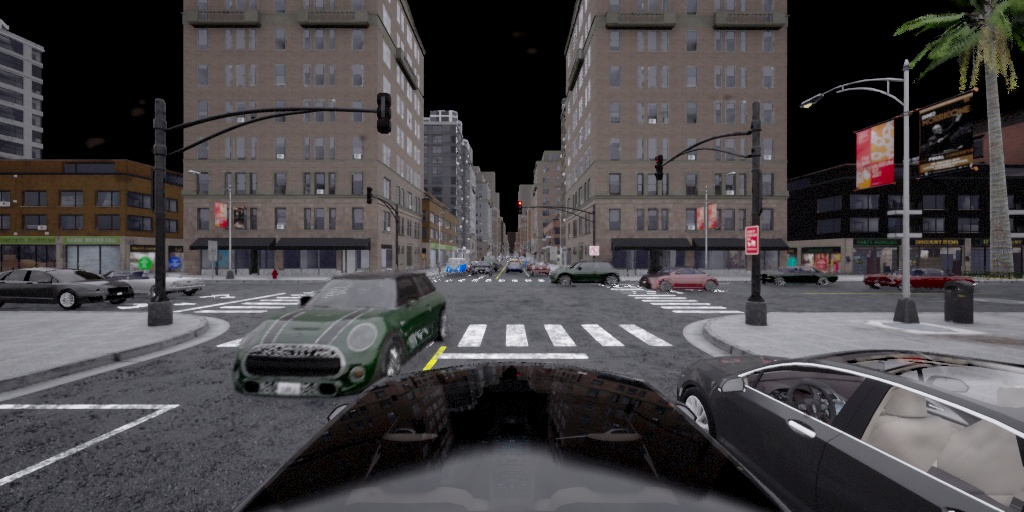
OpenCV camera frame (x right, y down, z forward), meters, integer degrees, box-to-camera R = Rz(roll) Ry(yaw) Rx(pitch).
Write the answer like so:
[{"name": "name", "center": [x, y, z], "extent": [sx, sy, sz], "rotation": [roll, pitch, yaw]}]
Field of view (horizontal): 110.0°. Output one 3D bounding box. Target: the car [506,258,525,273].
[{"name": "car", "center": [0.285, 1.317, 44.741], "extent": [1.994, 1.385, 4.181], "rotation": [0, 0, 0]}]

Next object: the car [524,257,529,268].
[{"name": "car", "center": [2.876, 1.192, 48.281], "extent": [1.967, 1.591, 4.097], "rotation": [0, 0, 0]}]

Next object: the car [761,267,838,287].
[{"name": "car", "center": [18.995, 1.374, 24.299], "extent": [4.718, 1.301, 1.895], "rotation": [0, 0, 0]}]

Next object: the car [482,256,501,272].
[{"name": "car", "center": [-2.900, 0.974, 45.927], "extent": [2.150, 2.045, 5.566], "rotation": [0, 0, 0]}]

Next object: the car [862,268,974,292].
[{"name": "car", "center": [23.674, 1.386, 21.073], "extent": [4.718, 1.301, 1.895], "rotation": [0, 0, 0]}]

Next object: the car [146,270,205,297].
[{"name": "car", "center": [-17.896, 1.324, 17.410], "extent": [4.718, 1.301, 1.895], "rotation": [0, 0, 0]}]

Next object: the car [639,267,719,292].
[{"name": "car", "center": [9.638, 1.326, 20.869], "extent": [4.181, 1.385, 1.994], "rotation": [0, 0, -4]}]

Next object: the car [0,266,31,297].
[{"name": "car", "center": [-26.883, 1.235, 17.366], "extent": [4.674, 1.442, 1.812], "rotation": [0, 0, 0]}]

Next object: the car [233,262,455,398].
[{"name": "car", "center": [-2.703, 1.102, 6.818], "extent": [2.097, 1.767, 4.553], "rotation": [0, 0, 4]}]

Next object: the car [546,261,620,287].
[{"name": "car", "center": [4.844, 1.103, 24.227], "extent": [4.553, 1.767, 2.097], "rotation": [0, 0, 0]}]

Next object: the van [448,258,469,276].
[{"name": "van", "center": [-5.704, 1.092, 36.981], "extent": [1.690, 1.789, 3.998], "rotation": [0, 0, 0]}]

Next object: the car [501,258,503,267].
[{"name": "car", "center": [-2.852, 1.353, 55.718], "extent": [1.895, 1.301, 4.718], "rotation": [0, 0, 0]}]

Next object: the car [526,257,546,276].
[{"name": "car", "center": [2.822, 1.191, 36.943], "extent": [1.967, 1.591, 4.097], "rotation": [0, 0, 0]}]

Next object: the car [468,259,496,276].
[{"name": "car", "center": [-2.948, 1.316, 36.619], "extent": [1.994, 1.385, 4.181], "rotation": [0, 0, 0]}]

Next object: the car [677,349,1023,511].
[{"name": "car", "center": [2.669, 1.300, 2.293], "extent": [2.007, 1.370, 4.403], "rotation": [0, 0, 0]}]

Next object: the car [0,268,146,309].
[{"name": "car", "center": [-17.937, 1.232, 14.161], "extent": [4.892, 1.490, 1.837], "rotation": [0, 0, 0]}]
